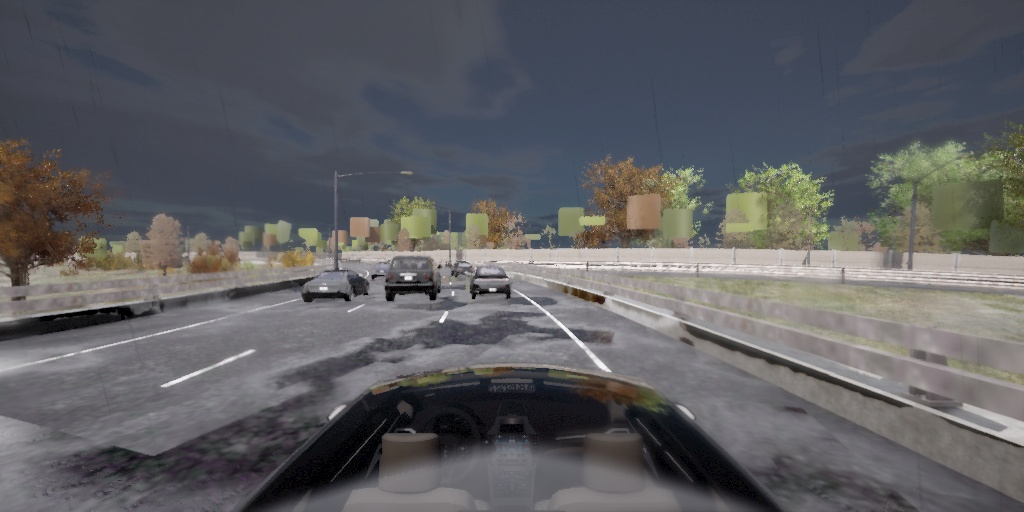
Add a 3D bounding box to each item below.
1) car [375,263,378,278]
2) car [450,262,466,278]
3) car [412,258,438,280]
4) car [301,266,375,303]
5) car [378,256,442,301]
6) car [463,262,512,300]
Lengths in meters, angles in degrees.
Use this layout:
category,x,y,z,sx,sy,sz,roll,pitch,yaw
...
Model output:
category,x,y,z,sx,sy,sz,roll,pitch,yaw
car,-11.359,1.311,31.750,2.033,1.411,5.357,0,0,-16
car,-4.644,1.281,33.726,1.812,1.442,4.674,0,0,-16
car,-7.993,1.114,32.709,2.097,1.767,4.553,0,0,-16
car,-8.107,1.320,16.865,1.994,1.385,4.181,0,0,-8
car,-4.648,1.006,17.396,2.150,2.045,5.566,0,0,-8
car,-1.180,1.243,17.868,2.128,1.511,4.902,0,0,-8
